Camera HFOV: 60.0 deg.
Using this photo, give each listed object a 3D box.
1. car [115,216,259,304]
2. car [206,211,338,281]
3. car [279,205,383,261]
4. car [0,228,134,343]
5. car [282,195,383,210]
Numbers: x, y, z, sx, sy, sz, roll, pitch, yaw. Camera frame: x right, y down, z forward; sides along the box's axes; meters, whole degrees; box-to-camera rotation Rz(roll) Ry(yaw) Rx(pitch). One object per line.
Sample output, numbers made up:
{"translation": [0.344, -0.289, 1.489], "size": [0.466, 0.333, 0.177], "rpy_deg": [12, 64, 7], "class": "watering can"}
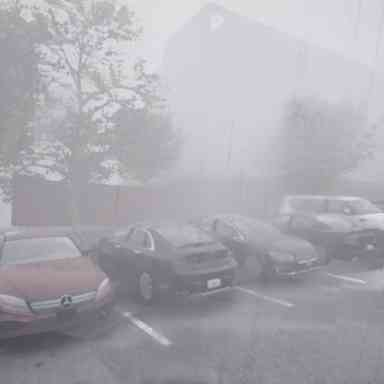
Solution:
{"translation": [-0.982, 1.459, 8.256], "size": [2.231, 1.521, 4.892], "rpy_deg": [0, 0, -35], "class": "car"}
{"translation": [1.388, 1.444, 9.960], "size": [2.231, 1.521, 4.892], "rpy_deg": [0, 0, -35], "class": "car"}
{"translation": [3.670, 1.428, 11.571], "size": [2.097, 1.535, 5.008], "rpy_deg": [0, 0, -35], "class": "car"}
{"translation": [-3.161, 1.512, 6.714], "size": [2.002, 1.452, 4.674], "rpy_deg": [0, 0, -35], "class": "car"}
{"translation": [5.957, 1.162, 13.173], "size": [2.435, 2.045, 5.566], "rpy_deg": [0, 0, -35], "class": "car"}
